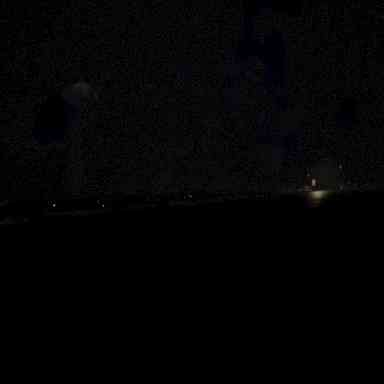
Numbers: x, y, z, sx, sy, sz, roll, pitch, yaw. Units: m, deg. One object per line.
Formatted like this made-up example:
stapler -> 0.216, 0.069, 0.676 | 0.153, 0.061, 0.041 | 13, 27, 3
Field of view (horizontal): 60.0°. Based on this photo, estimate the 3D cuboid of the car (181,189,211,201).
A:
car -> 0.520, 0.359, 42.236 | 1.837, 1.490, 4.892 | -1, 1, 36

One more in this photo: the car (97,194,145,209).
car -> -6.799, 0.864, 32.003 | 1.895, 1.301, 4.718 | -1, 1, 36

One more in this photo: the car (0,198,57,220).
car -> -12.526, 1.145, 23.914 | 2.033, 1.411, 5.357 | -1, 1, 34
